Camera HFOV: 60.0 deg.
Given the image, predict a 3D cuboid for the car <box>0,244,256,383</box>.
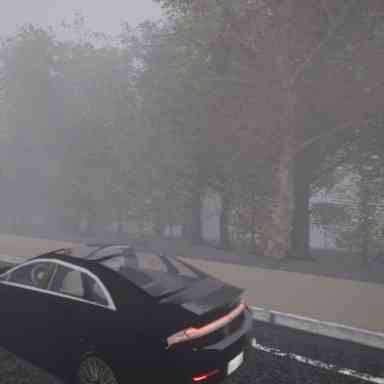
[{"bbox_3d":[-1.527,1.524,4.775,4.902,1.511,2.128,0,0,36],"label":"car"}]
